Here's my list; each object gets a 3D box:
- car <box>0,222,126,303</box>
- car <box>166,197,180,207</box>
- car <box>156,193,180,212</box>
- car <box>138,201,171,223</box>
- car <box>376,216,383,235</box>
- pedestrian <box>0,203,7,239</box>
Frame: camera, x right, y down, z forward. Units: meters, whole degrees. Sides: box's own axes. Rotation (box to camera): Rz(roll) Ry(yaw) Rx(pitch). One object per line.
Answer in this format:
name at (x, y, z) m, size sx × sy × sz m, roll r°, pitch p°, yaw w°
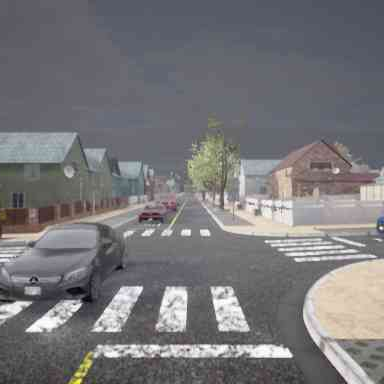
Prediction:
car at (-2.859, 1.519, 8.310) m, size 1.812 × 1.442 × 4.674 m, roll 0°, pitch 0°, yaw 0°
car at (-2.852, 1.550, 51.987) m, size 1.895 × 1.301 × 4.718 m, roll 0°, pitch 0°, yaw 0°
car at (-2.879, 1.184, 38.568) m, size 2.150 × 2.045 × 5.566 m, roll 0°, pitch 0°, yaw 0°
car at (-2.865, 1.580, 25.134) m, size 1.895 × 1.301 × 4.718 m, roll 0°, pitch 0°, yaw 0°
car at (10.402, 1.176, 13.971) m, size 5.008 × 1.535 × 1.882 m, roll -2°, pitch -1°, yaw -2°
pedestrian at (-9.703, 1.445, 16.787) m, size 0.375 × 1.860 × 0.375 m, roll 0°, pitch 0°, yaw 0°
